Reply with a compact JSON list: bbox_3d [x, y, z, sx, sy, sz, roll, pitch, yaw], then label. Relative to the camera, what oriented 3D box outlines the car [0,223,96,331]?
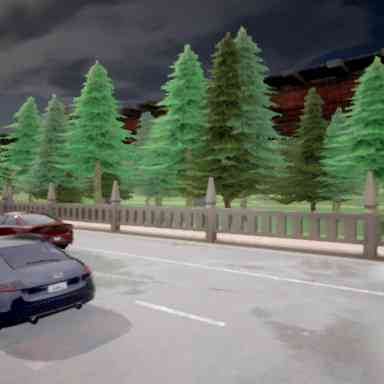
[{"bbox_3d":[-3.895,1.577,6.771,4.181,1.385,1.994,0,0,36],"label":"car"}]

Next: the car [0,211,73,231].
[{"bbox_3d":[-6.739,1.501,13.107,5.008,1.535,1.882,0,0,36],"label":"car"}]
